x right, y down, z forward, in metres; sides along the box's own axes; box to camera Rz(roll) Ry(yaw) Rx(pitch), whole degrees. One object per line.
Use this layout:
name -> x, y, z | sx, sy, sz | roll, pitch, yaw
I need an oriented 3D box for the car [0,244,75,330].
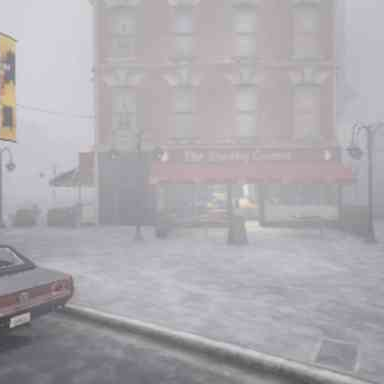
car -> -4.429, 1.598, 6.026 | 4.718, 1.301, 1.895 | 0, 0, 31
